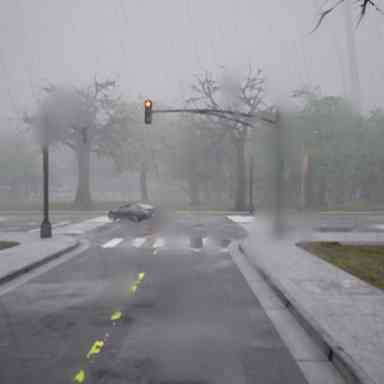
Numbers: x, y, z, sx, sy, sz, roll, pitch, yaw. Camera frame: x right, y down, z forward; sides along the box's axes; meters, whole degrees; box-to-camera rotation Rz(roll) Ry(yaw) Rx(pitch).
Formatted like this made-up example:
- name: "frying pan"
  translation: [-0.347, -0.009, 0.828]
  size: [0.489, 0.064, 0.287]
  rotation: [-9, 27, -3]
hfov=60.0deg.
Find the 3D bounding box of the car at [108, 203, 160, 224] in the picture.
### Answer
- name: "car"
  translation: [-4.339, 1.509, 24.837]
  size: [4.674, 1.442, 1.812]
  rotation: [0, -1, 42]
